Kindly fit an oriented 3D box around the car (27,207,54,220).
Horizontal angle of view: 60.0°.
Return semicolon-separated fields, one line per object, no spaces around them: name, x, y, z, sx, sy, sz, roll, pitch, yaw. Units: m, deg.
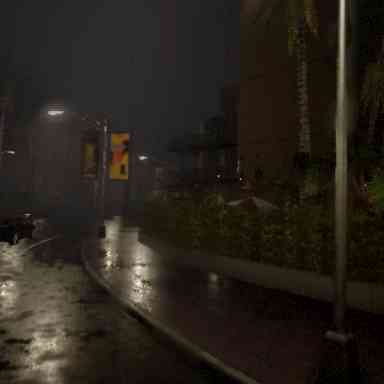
car;-18.678;2.590;39.853;1.837;1.490;4.892;1;-3;15

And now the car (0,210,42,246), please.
car;-9.847;1.951;17.715;1.837;1.490;4.892;0;-2;-9
